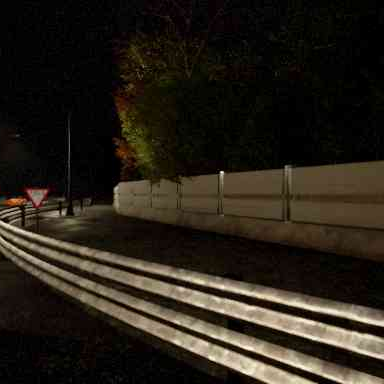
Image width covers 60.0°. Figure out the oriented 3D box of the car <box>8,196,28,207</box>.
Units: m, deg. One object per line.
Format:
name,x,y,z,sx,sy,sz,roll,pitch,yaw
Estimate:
car,-29.496,1.496,56.315,2.097,1.767,4.553,0,0,-15
